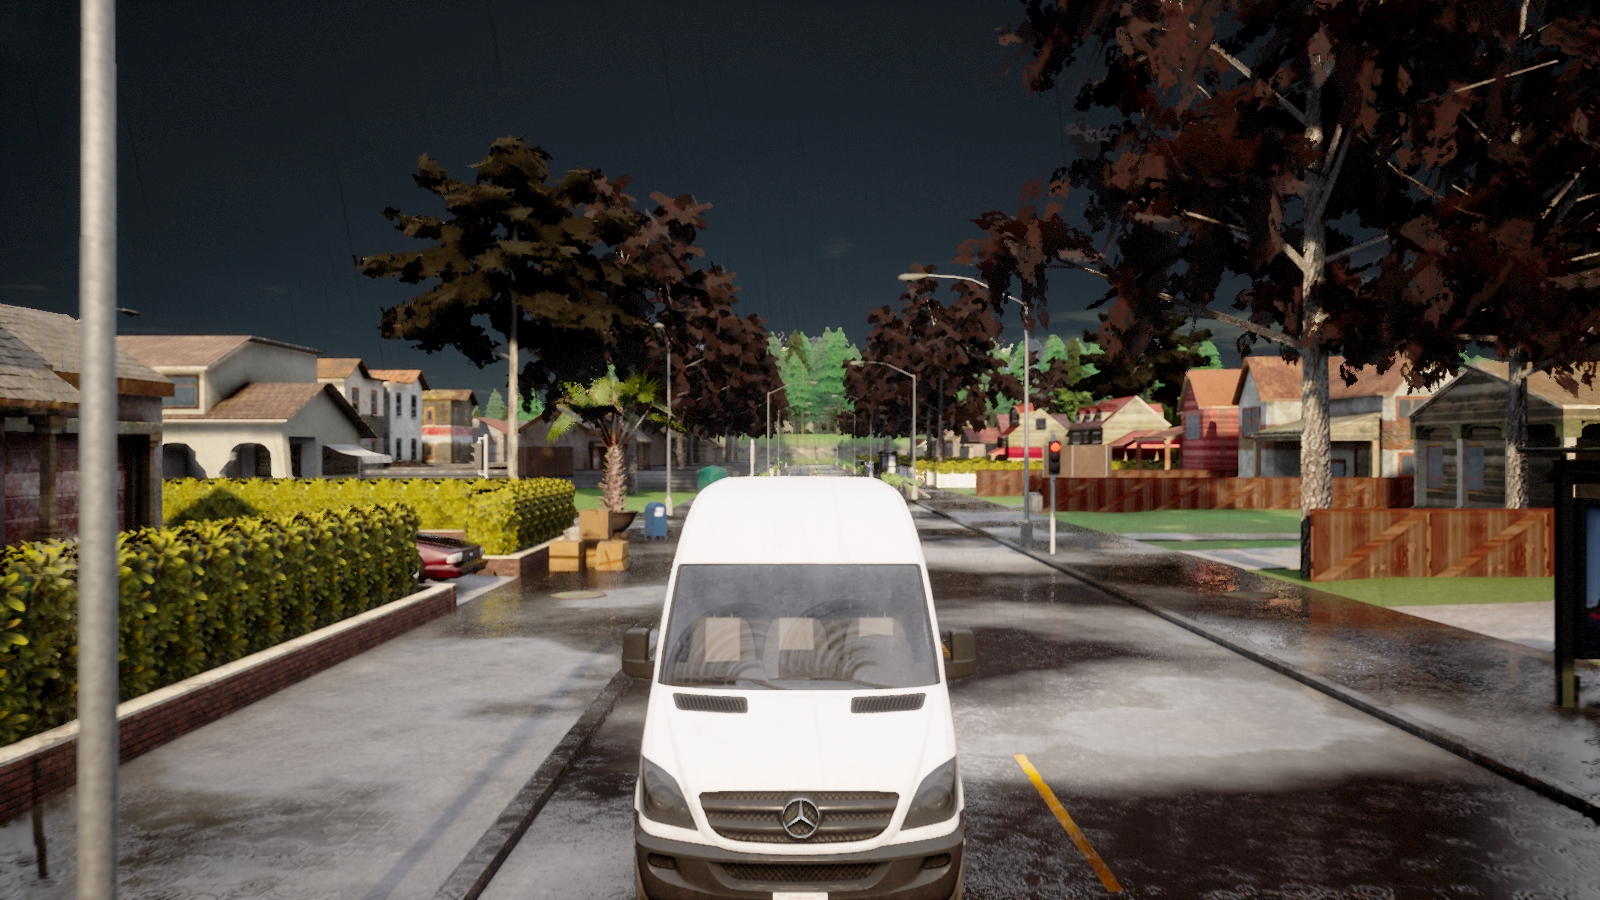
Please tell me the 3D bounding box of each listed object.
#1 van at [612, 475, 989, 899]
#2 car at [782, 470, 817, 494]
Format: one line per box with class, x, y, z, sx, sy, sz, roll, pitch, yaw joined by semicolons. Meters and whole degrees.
van;0.002;1.539;8.980;1.988;2.561;5.915;0;0;0
car;-0.007;2.091;75.550;2.231;1.480;4.892;0;0;0
